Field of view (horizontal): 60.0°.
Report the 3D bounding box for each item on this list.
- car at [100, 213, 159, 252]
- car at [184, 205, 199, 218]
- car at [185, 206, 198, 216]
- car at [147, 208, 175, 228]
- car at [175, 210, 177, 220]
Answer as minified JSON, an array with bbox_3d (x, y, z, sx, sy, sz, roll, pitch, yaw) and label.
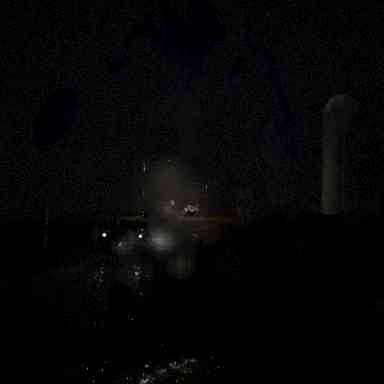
[{"bbox_3d":[-2.819,1.870,15.418,1.895,1.301,4.718,2,-1,-1],"label":"car"},{"bbox_3d":[-0.049,2.683,46.867,2.097,1.767,4.553,2,-2,0],"label":"car"},{"bbox_3d":[-0.076,3.223,56.884,2.033,1.411,5.357,2,-2,0],"label":"car"},{"bbox_3d":[-2.857,2.090,27.333,2.128,1.511,4.902,2,-2,0],"label":"car"},{"bbox_3d":[-2.858,2.547,39.405,1.994,1.385,4.181,2,-2,0],"label":"car"}]
